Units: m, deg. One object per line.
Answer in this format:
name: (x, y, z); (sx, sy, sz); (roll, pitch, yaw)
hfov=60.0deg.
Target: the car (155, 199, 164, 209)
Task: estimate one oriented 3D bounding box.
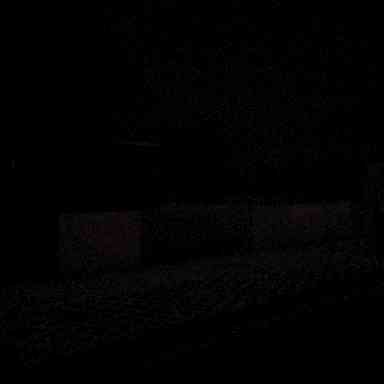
car: (-5.473, 1.536, 43.380); (2.128, 1.511, 4.902); (-5, 3, -44)
